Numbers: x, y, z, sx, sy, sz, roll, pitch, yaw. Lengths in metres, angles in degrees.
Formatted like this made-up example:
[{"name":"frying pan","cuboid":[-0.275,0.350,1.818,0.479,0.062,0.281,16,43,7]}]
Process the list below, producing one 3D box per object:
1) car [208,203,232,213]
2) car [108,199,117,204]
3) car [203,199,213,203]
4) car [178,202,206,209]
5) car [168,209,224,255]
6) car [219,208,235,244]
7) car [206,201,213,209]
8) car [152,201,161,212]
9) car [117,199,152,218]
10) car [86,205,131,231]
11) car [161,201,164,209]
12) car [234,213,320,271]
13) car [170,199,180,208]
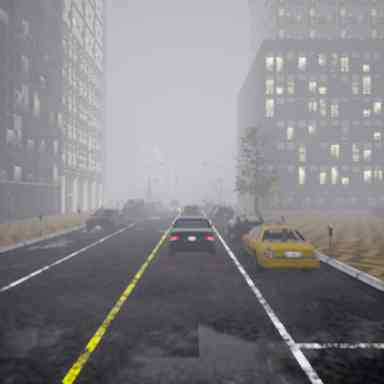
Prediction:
[{"name":"car","cuboid":[2.662,1.837,27.974,1.947,1.339,4.313,0,-1,0]},{"name":"car","cuboid":[-17.465,2.309,77.229,4.206,1.307,1.802,0,-1,0]},{"name":"car","cuboid":[2.661,2.085,50.730,1.802,1.307,4.206,0,-1,0]},{"name":"car","cuboid":[0.006,1.811,29.400,1.812,1.442,4.674,0,0,0]},{"name":"car","cuboid":[0.002,1.682,13.994,2.033,1.411,5.357,0,-1,0]},{"name":"car","cuboid":[2.663,1.710,16.597,2.008,1.369,4.403,0,-1,0]},{"name":"car","cuboid":[2.662,1.894,33.664,1.947,1.339,4.313,0,-1,0]},{"name":"car","cuboid":[-5.686,1.989,45.068,1.887,1.381,4.507,0,-1,0]},{"name":"car","cuboid":[-5.684,1.643,33.692,2.192,1.841,5.009,0,-1,0]},{"name":"car","cuboid":[-5.686,1.781,22.312,1.947,1.339,4.313,0,-1,0]},{"name":"car","cuboid":[-5.686,2.129,56.444,1.947,1.339,4.313,0,-1,0]},{"name":"car","cuboid":[2.668,1.632,11.079,1.752,1.417,4.829,0,-1,0]},{"name":"car","cuboid":[-3.054,2.122,61.598,1.837,1.490,4.892,0,0,0]}]
